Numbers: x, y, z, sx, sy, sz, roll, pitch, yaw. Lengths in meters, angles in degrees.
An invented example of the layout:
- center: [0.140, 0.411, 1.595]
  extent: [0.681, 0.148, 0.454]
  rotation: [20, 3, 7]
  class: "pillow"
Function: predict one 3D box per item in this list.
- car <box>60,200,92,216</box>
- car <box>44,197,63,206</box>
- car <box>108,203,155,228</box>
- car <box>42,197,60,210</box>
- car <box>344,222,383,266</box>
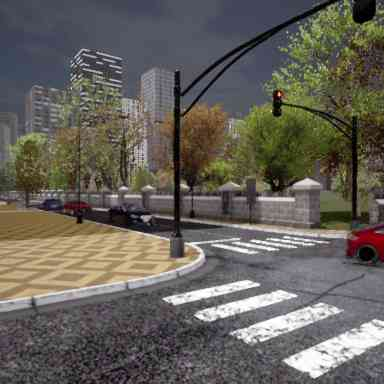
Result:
- center: [-11.724, 1.567, 34.041]
  extent: [1.882, 1.535, 5.008]
  rotation: [0, 0, -34]
  class: "car"
- center: [-24.149, 1.669, 58.032]
  extent: [2.128, 1.511, 4.902]
  rotation: [0, 0, -34]
  class: "car"
- center: [-4.284, 1.542, 23.073]
  extent: [2.128, 1.511, 4.902]
  rotation: [0, 0, -34]
  class: "car"
- center: [-19.079, 1.653, 44.965]
  extent: [1.812, 1.442, 4.674]
  rotation: [0, 0, -34]
  class: "car"
- center: [7.017, 1.571, 10.310]
  extent: [4.181, 1.385, 1.994]
  rotation: [0, 0, 29]
  class: "car"
